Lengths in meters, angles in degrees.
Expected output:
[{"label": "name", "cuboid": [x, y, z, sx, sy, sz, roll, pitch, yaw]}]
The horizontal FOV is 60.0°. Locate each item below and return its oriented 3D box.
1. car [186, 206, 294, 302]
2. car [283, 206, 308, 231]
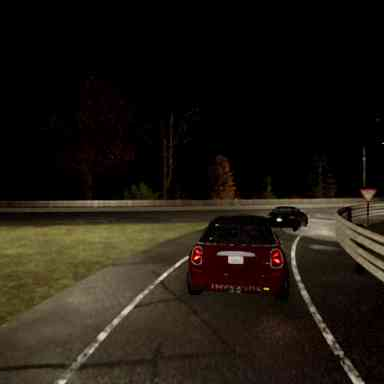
[{"label": "car", "cuboid": [1.279, 1.360, 8.630, 2.097, 1.767, 4.553, 0, 0, 11]}, {"label": "car", "cuboid": [6.048, 1.584, 21.093, 1.994, 1.385, 4.181, 0, 0, 29]}]
